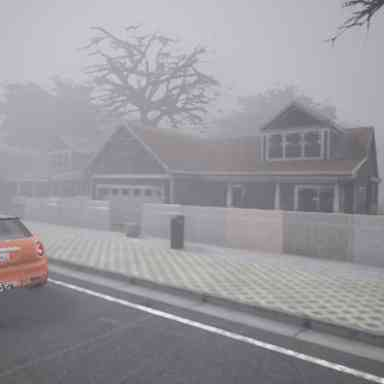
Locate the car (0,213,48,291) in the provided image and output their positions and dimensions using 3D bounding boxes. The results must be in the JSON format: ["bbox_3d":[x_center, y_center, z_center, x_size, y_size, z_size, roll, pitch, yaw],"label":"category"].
[{"bbox_3d":[-5.283,1.198,7.446,4.553,1.767,2.097,1,1,35],"label":"car"}]
